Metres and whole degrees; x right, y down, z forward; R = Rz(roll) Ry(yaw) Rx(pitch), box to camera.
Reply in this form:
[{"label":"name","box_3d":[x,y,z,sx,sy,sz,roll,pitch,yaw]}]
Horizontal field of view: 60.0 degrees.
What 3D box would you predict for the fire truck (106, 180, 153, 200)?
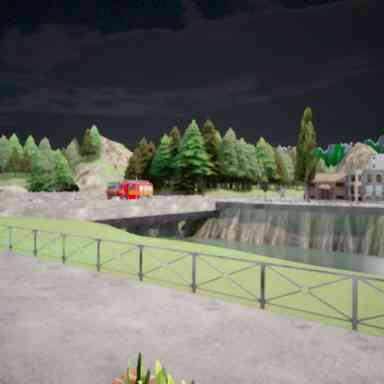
[{"label":"fire truck","box_3d":[-10.536,-0.107,56.940,2.891,3.827,8.468,1,0,35]}]
